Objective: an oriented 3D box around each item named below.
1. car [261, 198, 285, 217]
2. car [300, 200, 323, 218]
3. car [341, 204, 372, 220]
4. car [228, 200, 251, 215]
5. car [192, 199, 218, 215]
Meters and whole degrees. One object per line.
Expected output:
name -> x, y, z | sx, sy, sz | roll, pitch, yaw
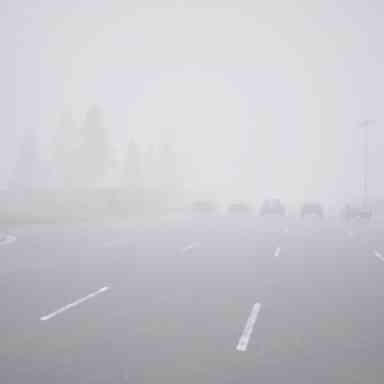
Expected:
car -> 7.970, 1.408, 32.509 | 2.097, 1.767, 4.553 | 0, 0, 18
car -> 11.412, 1.571, 31.777 | 1.837, 1.490, 4.892 | 0, 0, 18
car -> 14.231, 1.674, 29.123 | 1.895, 1.301, 4.718 | 0, 0, 18
car -> 5.035, 1.574, 34.805 | 1.812, 1.442, 4.674 | 0, 0, 18
car -> 1.394, 1.528, 34.925 | 2.128, 1.511, 4.902 | 0, 0, 18
